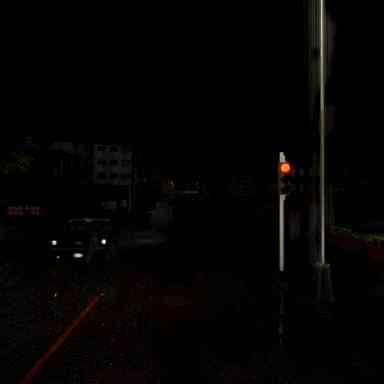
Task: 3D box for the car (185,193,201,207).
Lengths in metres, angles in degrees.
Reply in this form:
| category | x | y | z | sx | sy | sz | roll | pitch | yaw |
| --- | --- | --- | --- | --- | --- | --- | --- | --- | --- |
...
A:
| category | x | y | z | sx | sy | sz | roll | pitch | yaw |
| --- | --- | --- | --- | --- | --- | --- | --- | --- | --- |
| car | 0.186 | 1.221 | 51.667 | 2.150 | 2.045 | 5.566 | 0 | 0 | 0 |

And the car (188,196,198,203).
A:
| category | x | y | z | sx | sy | sz | roll | pitch | yaw |
| --- | --- | --- | --- | --- | --- | --- | --- | --- | --- |
| car | 0.129 | 1.543 | 70.758 | 2.033 | 1.411 | 5.357 | 0 | 0 | 0 |

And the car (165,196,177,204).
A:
| category | x | y | z | sx | sy | sz | roll | pitch | yaw |
| --- | --- | --- | --- | --- | --- | --- | --- | --- | --- |
| car | -3.953 | 1.477 | 63.202 | 1.882 | 1.535 | 5.008 | 0 | 0 | 0 |

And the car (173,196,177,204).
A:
| category | x | y | z | sx | sy | sz | roll | pitch | yaw |
| --- | --- | --- | --- | --- | --- | --- | --- | --- | --- |
| car | -4.008 | 1.491 | 53.028 | 2.128 | 1.511 | 4.902 | 0 | 0 | 0 |

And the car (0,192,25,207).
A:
| category | x | y | z | sx | sy | sz | roll | pitch | yaw |
| --- | --- | --- | --- | --- | --- | --- | --- | --- | --- |
| car | -19.702 | 0.985 | 34.984 | 1.905 | 1.878 | 3.866 | 0 | 0 | 35 |

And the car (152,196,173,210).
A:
| category | x | y | z | sx | sy | sz | roll | pitch | yaw |
| --- | --- | --- | --- | --- | --- | --- | --- | --- | --- |
| car | -4.031 | 1.491 | 43.064 | 2.128 | 1.511 | 4.902 | 0 | 0 | 0 |

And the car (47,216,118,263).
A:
| category | x | y | z | sx | sy | sz | roll | pitch | yaw |
| --- | --- | --- | --- | --- | --- | --- | --- | --- | --- |
| car | -3.772 | 1.601 | 12.183 | 1.895 | 1.301 | 4.718 | 0 | 0 | -10 |
